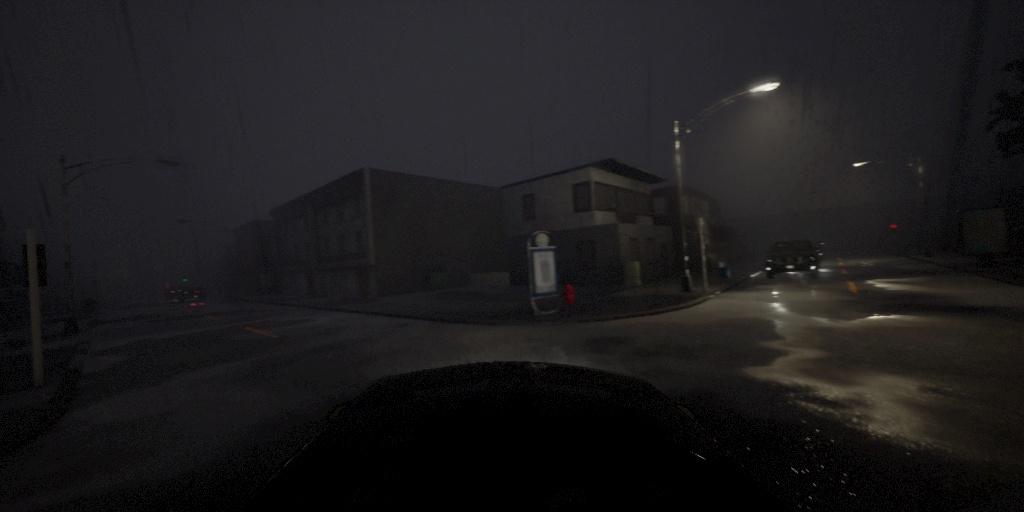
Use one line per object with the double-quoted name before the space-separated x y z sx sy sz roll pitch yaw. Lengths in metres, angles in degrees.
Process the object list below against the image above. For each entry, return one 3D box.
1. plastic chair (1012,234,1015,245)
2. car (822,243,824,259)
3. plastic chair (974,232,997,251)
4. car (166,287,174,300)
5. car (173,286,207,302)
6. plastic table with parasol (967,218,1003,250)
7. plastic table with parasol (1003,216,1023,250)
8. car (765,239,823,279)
"plastic chair" 42.986 -1.270 30.039 0.730 1.272 0.750 0 0 6
"car" 29.408 -0.643 35.536 2.150 2.045 5.566 -4 -1 42
"plastic chair" 45.701 -1.372 34.618 0.730 1.272 0.750 0 0 6
"car" -40.283 4.387 43.325 4.892 1.490 1.837 -4 -1 42
"car" -32.702 3.809 36.596 4.892 1.490 1.837 -4 -1 42
"plastic table with parasol" 47.025 -2.065 34.649 2.482 2.480 2.482 0 0 1
"plastic table with parasol" 44.309 -1.962 30.069 2.482 2.480 2.482 0 0 1
"car" 15.912 0.100 20.298 2.150 2.045 5.566 -4 -1 41
